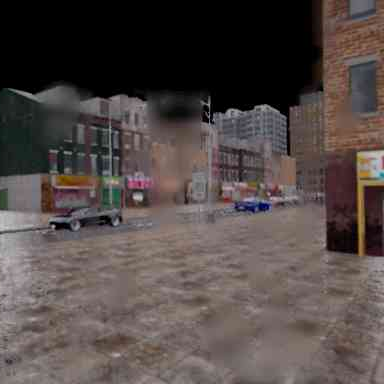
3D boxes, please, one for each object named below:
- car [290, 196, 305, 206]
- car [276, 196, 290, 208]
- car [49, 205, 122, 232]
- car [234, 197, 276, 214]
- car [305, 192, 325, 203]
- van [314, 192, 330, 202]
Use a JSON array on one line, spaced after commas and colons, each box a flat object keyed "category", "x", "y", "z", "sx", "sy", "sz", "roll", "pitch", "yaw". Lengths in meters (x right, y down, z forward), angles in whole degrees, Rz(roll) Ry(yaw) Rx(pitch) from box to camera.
[{"category": "car", "x": 13.690, "y": 1.187, "z": 46.443, "sx": 2.008, "sy": 1.369, "sz": 4.403, "roll": -1, "pitch": 0, "yaw": 36}, {"category": "car", "x": 10.417, "y": 1.249, "z": 41.882, "sx": 1.802, "sy": 1.307, "sz": 4.206, "roll": -1, "pitch": 0, "yaw": 36}, {"category": "car", "x": -5.948, "y": 1.413, "z": 19.079, "sx": 1.947, "sy": 1.339, "sz": 4.313, "roll": 0, "pitch": 0, "yaw": 36}, {"category": "car", "x": 5.732, "y": 1.178, "z": 30.842, "sx": 1.882, "sy": 1.535, "sz": 5.008, "roll": -1, "pitch": 0, "yaw": 36}, {"category": "car", "x": 20.234, "y": 0.897, "z": 55.564, "sx": 2.192, "sy": 1.841, "sz": 5.009, "roll": -1, "pitch": 0, "yaw": 36}, {"category": "van", "x": 23.507, "y": 0.899, "z": 60.125, "sx": 1.690, "sy": 1.788, "sz": 3.998, "roll": -1, "pitch": 0, "yaw": 36}]
